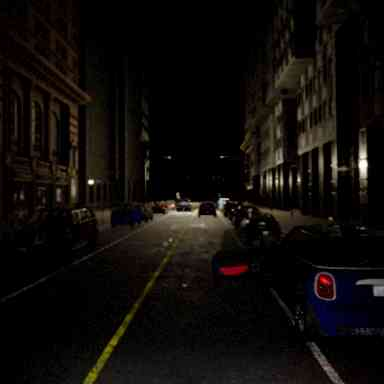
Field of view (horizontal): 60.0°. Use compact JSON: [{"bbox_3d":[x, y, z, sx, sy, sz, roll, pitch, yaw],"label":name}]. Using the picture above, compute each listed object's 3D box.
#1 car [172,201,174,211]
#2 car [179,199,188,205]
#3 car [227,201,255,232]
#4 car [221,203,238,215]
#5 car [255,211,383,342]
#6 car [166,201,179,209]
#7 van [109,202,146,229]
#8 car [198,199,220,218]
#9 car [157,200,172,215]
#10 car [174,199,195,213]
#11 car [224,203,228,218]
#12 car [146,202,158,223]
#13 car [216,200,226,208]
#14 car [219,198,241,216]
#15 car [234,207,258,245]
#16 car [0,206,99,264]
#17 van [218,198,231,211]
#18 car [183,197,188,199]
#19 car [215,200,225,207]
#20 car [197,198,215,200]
[{"bbox_3d":[-3.507,2.057,52.000,1.967,1.590,4.097,0,-1,2],"label":"car"},{"bbox_3d":[-2.097,2.549,85.577,1.887,1.381,4.507,0,-1,2],"label":"car"},{"bbox_3d":[3.837,1.681,23.675,1.967,1.590,4.097,0,-1,2],"label":"car"},{"bbox_3d":[4.542,2.012,40.464,1.802,1.307,4.206,0,-1,2],"label":"car"},{"bbox_3d":[2.748,1.409,6.722,2.097,1.767,4.553,0,-1,2],"label":"car"},{"bbox_3d":[-3.272,2.263,57.594,1.802,1.307,4.206,0,-1,2],"label":"car"},{"bbox_3d":[-4.681,1.642,24.019,1.690,1.788,3.998,0,-1,2],"label":"van"},{"bbox_3d":[1.619,1.864,35.064,1.882,1.535,5.008,0,-1,3],"label":"car"},{"bbox_3d":[-3.977,1.930,40.808,1.967,1.590,4.097,0,-1,2],"label":"car"},{"bbox_3d":[-1.007,2.097,45.750,1.994,1.385,4.181,0,-1,2],"label":"car"},{"bbox_3d":[4.072,1.885,29.270,1.802,1.307,4.206,0,-1,2],"label":"car"},{"bbox_3d":[-4.453,1.887,29.443,1.752,1.417,4.829,0,-1,2],"label":"car"},{"bbox_3d":[5.481,2.267,62.851,1.802,1.307,4.206,0,-1,2],"label":"car"},{"bbox_3d":[4.306,1.681,34.870,2.192,1.841,5.009,0,-1,2],"label":"car"},{"bbox_3d":[3.602,1.729,18.076,2.008,1.369,4.403,0,-1,2],"label":"car"},{"bbox_3d":[-5.151,1.493,12.826,2.192,1.841,5.009,0,-1,2],"label":"car"},{"bbox_3d":[5.011,1.898,51.660,1.690,1.788,3.998,0,-1,2],"label":"van"},{"bbox_3d":[-2.567,2.425,74.384,2.008,1.369,4.403,0,-1,2],"label":"car"},{"bbox_3d":[5.716,2.331,68.447,1.802,1.307,4.206,0,-1,2],"label":"car"},{"bbox_3d":[1.987,1.979,45.199,1.882,1.535,5.008,0,-1,3],"label":"car"}]
